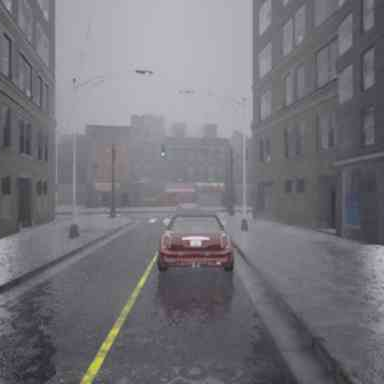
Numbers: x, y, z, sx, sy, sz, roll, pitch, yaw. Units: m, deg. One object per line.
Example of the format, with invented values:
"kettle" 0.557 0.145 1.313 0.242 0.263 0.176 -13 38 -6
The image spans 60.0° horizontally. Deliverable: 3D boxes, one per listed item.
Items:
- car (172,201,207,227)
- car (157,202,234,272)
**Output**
"car" -0.298 1.486 24.016 2.128 1.511 4.902 0 0 -5
"car" 0.103 1.354 10.901 2.097 1.767 4.553 0 0 0
